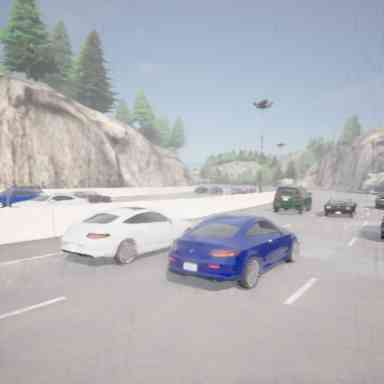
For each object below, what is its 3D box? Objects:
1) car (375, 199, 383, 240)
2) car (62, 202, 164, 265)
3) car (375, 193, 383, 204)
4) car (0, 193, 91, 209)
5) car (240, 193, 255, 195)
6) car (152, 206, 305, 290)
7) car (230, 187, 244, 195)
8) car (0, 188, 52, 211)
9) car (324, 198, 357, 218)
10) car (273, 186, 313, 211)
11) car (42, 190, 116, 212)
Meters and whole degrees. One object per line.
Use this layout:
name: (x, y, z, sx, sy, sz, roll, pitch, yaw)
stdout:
car: (9.308, 1.265, 14.474, 2.033, 1.411, 5.357, 2, 2, 31)
car: (-1.715, 1.179, 10.343, 1.812, 1.442, 4.674, 2, 2, 34)
car: (18.654, 0.856, 31.764, 2.128, 1.511, 4.902, 2, 2, 26)
car: (-8.331, 0.791, 19.684, 1.812, 1.442, 4.674, 2, 2, 33)
car: (9.703, 0.046, 55.953, 2.033, 1.411, 5.357, 2, 2, 21)
car: (1.270, 1.284, 8.510, 1.812, 1.442, 4.674, 2, 2, 34)
car: (8.704, -0.227, 63.896, 1.812, 1.442, 4.674, 2, 2, 18)
car: (-13.311, 0.506, 24.859, 1.882, 1.535, 5.008, 2, 2, 32)
car: (10.942, 1.055, 24.314, 1.895, 1.301, 4.718, 2, 2, 29)
car: (8.032, 0.569, 26.261, 2.150, 2.045, 5.566, 2, 2, 29)
car: (-8.587, 0.628, 25.787, 2.033, 1.411, 5.357, 2, 2, 31)
